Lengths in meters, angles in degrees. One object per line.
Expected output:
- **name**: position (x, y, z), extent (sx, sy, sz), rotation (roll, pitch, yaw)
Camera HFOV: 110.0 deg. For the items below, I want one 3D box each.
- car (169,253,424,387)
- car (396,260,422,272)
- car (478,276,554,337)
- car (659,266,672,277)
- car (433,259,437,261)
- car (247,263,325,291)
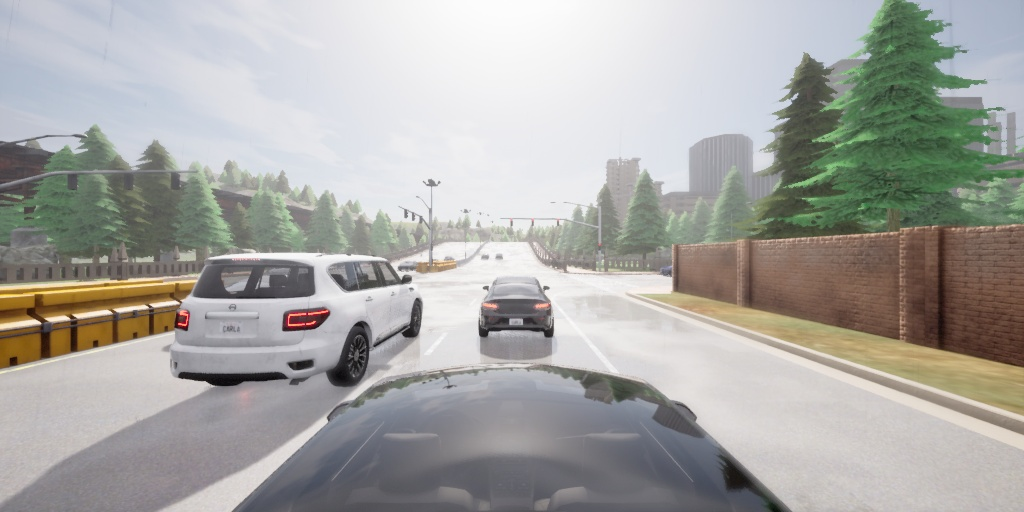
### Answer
- **car**: position (-3.416, 0.971, 7.091), extent (2.150, 2.045, 5.566), rotation (0, 0, 1)
- **car**: position (-13.866, 1.297, 48.596), extent (2.033, 1.411, 5.357), rotation (0, 0, 0)
- **car**: position (0.116, 1.276, 10.146), extent (1.812, 1.442, 4.674), rotation (0, 0, 1)
- **car**: position (17.054, 1.276, 35.442), extent (4.674, 1.442, 1.812), rotation (0, 0, 0)
- **car**: position (-13.780, 1.257, 62.187), extent (1.837, 1.490, 4.892), rotation (0, 0, 0)
- **car**: position (-13.998, 1.255, 22.640), extent (1.837, 1.490, 4.892), rotation (0, 0, 0)
